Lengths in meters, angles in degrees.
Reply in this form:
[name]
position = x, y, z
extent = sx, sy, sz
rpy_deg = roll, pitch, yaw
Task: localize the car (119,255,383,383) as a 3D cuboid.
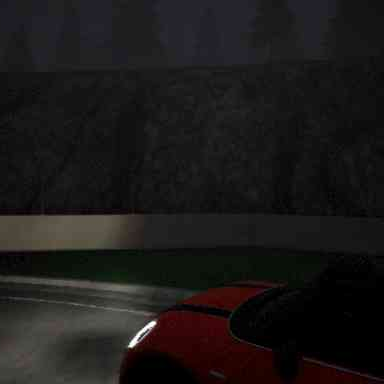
[car]
position = 1.525, 1.346, 2.665
extent = 4.553, 1.767, 2.097
rpy_deg = 1, 1, 35
